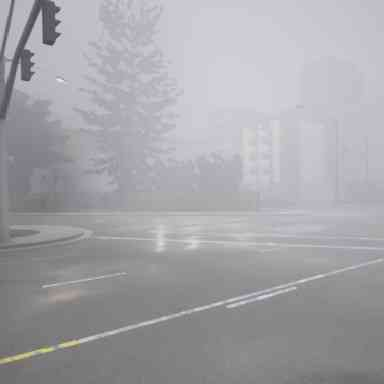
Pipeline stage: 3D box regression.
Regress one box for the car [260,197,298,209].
[{"bbox_3d":[9.547,1.190,37.664,1.895,1.301,4.718,-1,1,-35],"label":"car"}]
